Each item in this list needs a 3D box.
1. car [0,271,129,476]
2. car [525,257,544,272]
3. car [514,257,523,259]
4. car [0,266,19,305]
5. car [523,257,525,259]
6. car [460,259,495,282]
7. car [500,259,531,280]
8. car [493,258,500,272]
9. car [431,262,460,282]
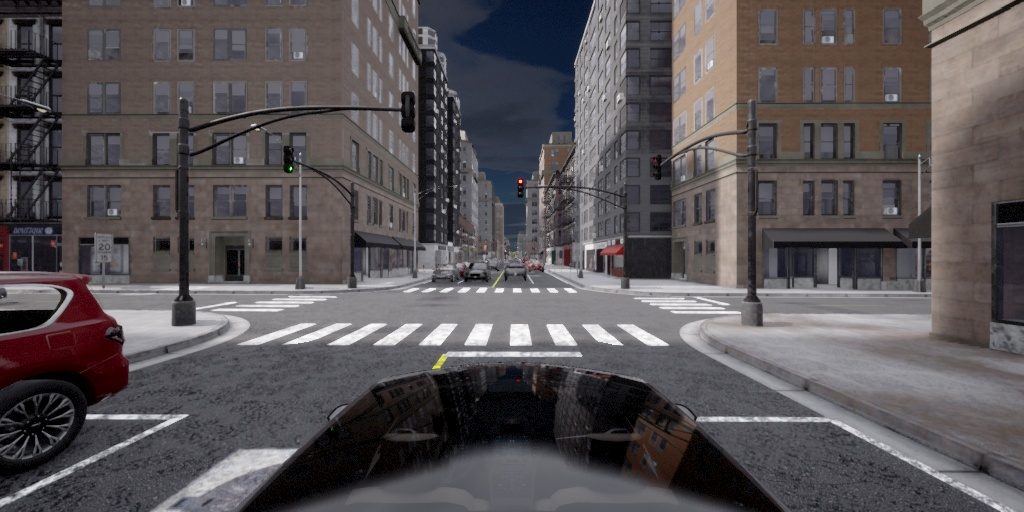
[{"bbox_3d":[-5.389,1.065,2.011,2.192,1.841,5.009,0,0,0],"label":"car"},{"bbox_3d":[2.942,1.184,44.771,1.967,1.591,4.097,0,0,0],"label":"car"},{"bbox_3d":[0.454,1.230,58.585,2.128,1.511,4.902,0,0,1],"label":"car"},{"bbox_3d":[-22.566,1.161,13.724,4.892,1.490,1.837,0,0,0],"label":"car"},{"bbox_3d":[3.390,1.090,58.423,2.097,1.767,4.553,0,0,0],"label":"car"},{"bbox_3d":[-2.662,1.252,28.500,1.837,1.490,4.892,0,0,0],"label":"car"},{"bbox_3d":[0.305,1.240,31.077,2.128,1.511,4.902,0,0,0],"label":"car"},{"bbox_3d":[-2.530,1.248,46.042,1.837,1.490,4.892,0,0,0],"label":"car"},{"bbox_3d":[-5.199,1.299,28.473,2.007,1.370,4.403,0,0,0],"label":"car"}]
